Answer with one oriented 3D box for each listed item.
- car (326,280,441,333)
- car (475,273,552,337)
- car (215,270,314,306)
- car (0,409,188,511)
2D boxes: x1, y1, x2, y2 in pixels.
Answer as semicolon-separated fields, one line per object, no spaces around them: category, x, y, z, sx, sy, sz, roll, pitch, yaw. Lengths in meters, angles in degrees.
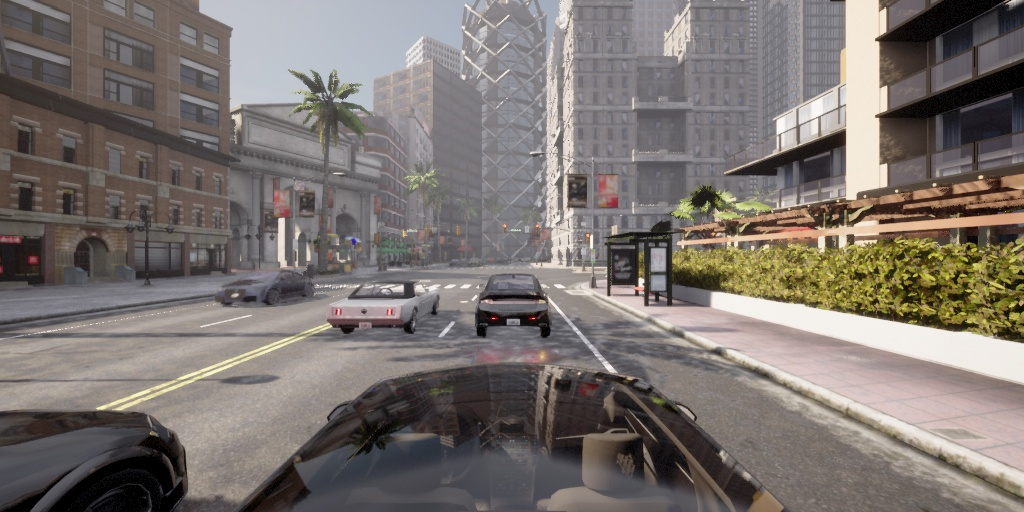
car;-3.457;1.351;10.708;1.895;1.301;4.718;0;0;0
car;0.042;1.242;10.329;2.128;1.511;4.902;0;0;0
car;-10.598;1.314;15.722;1.994;1.385;4.181;0;0;0
car;-3.392;1.314;0.889;1.994;1.385;4.181;0;0;0
